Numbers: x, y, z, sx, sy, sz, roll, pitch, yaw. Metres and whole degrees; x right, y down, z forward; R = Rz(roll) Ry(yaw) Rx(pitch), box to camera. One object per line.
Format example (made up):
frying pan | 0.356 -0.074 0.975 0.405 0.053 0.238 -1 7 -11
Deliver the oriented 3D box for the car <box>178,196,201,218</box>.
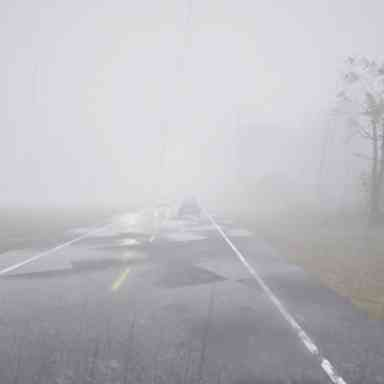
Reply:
car | -0.216 1.410 29.103 2.128 1.511 4.902 0 0 0

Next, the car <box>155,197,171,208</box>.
car | -3.880 1.418 44.745 1.812 1.442 4.674 0 0 0
